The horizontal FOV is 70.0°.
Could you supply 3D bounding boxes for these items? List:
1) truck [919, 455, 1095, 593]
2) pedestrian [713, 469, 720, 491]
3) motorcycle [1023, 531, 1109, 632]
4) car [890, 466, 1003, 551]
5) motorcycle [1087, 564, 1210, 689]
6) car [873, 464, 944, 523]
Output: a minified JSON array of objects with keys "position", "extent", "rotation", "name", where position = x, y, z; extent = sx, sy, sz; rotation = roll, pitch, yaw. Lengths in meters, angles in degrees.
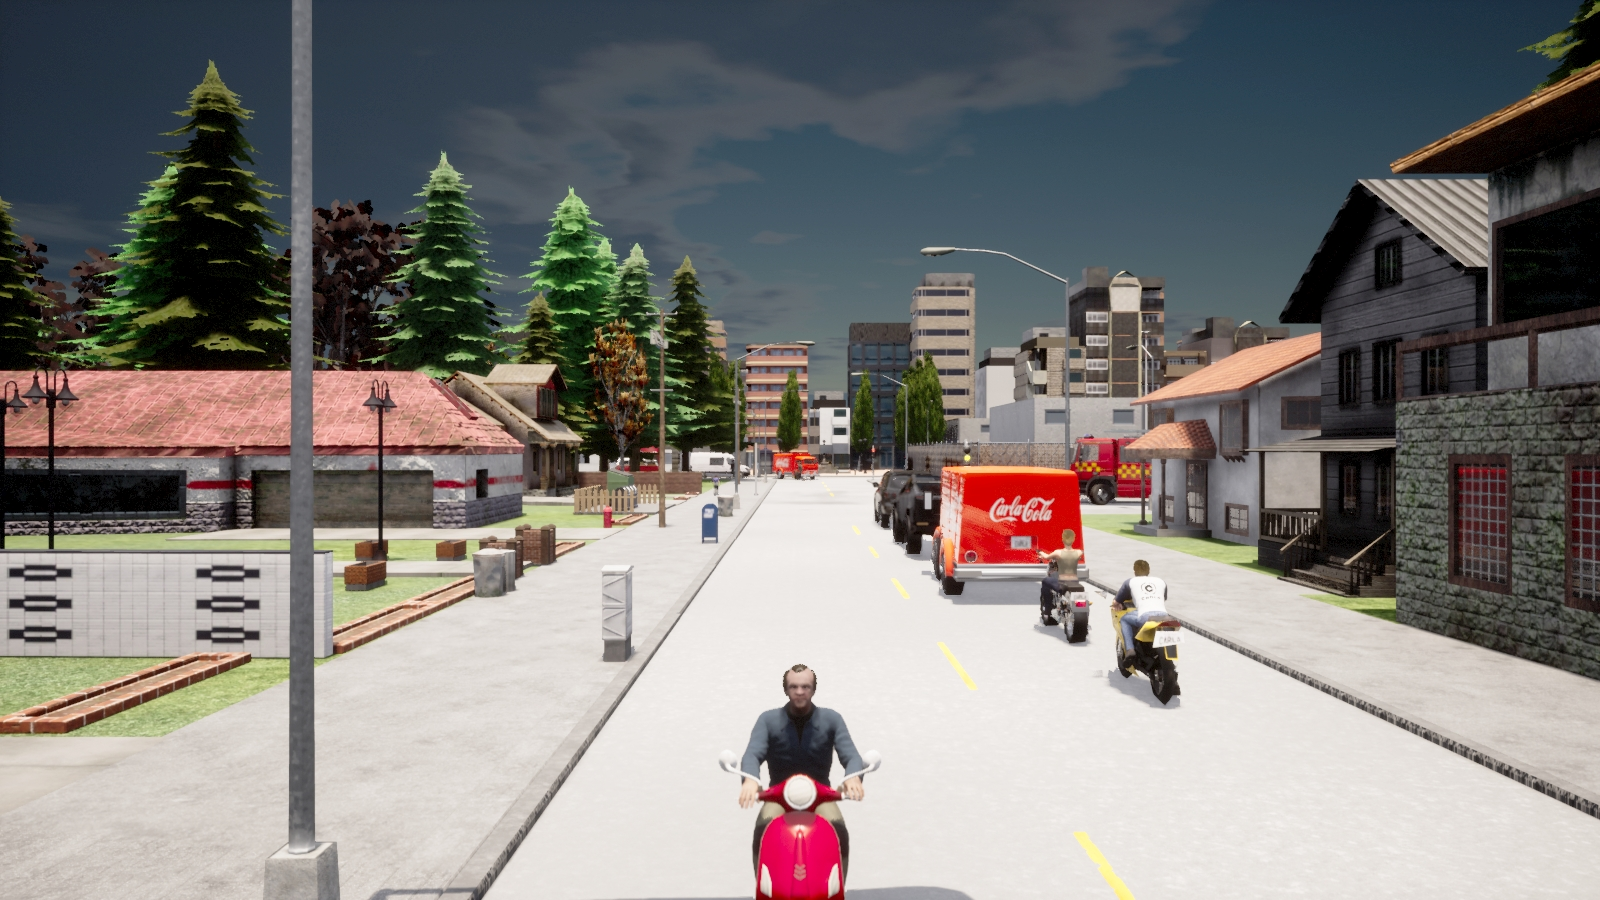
[{"position":[3.996,1.348,23.183],"extent":[2.627,2.467,5.204],"rotation":[0,0,0],"name":"truck"},{"position":[-4.976,1.803,67.917],"extent":[0.375,1.300,0.375],"rotation":[0,0,3],"name":"pedestrian"},{"position":[3.999,1.950,17.386],"extent":[0.764,1.277,2.356],"rotation":[0,0,0],"name":"motorcycle"},{"position":[3.988,1.533,32.272],"extent":[2.390,2.098,6.274],"rotation":[0,0,0],"name":"car"},{"position":[3.995,1.993,13.266],"extent":[0.803,1.145,2.033],"rotation":[0,0,0],"name":"motorcycle"},{"position":[3.984,1.558,42.917],"extent":[2.150,2.045,5.566],"rotation":[0,0,0],"name":"car"}]
